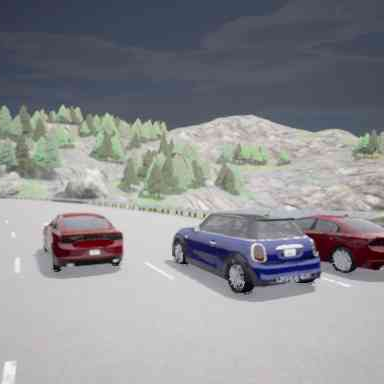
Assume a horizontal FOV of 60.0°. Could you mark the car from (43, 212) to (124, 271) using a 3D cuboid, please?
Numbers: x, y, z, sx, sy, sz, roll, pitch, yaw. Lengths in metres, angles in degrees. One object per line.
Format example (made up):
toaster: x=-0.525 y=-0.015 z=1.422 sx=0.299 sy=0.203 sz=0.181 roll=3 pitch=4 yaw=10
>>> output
car: x=-3.665 y=1.389 z=10.797 sx=1.882 sy=1.535 sz=5.008 roll=0 pitch=0 yaw=-28

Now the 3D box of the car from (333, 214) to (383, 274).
car: x=4.250 y=1.441 z=10.696 sx=1.882 sy=1.535 sz=5.008 roll=0 pitch=0 yaw=-27

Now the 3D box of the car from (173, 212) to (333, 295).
car: x=1.159 y=1.305 z=9.042 sx=2.097 sy=1.767 sz=4.553 roll=0 pitch=0 yaw=-26
